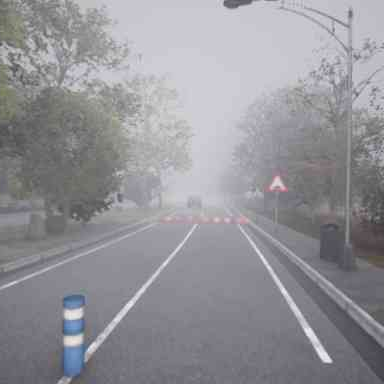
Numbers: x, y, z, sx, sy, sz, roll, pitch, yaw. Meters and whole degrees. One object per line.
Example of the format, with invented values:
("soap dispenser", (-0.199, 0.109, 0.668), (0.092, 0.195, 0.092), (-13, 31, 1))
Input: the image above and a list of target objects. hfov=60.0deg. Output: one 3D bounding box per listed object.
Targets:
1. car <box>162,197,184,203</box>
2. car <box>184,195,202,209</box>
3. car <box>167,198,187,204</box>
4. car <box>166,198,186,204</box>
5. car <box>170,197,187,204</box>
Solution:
("car", (-4.250, 2.229, 85.409), (5.366, 1.575, 1.946), (1, -2, 4))
("car", (0.444, 1.559, 53.015), (2.150, 2.045, 5.566), (1, 0, 4))
("car", (-4.072, 2.411, 90.948), (5.008, 1.535, 2.097), (1, -2, 4))
("car", (-4.256, 2.318, 88.183), (4.892, 1.521, 2.231), (1, -2, 4))
("car", (-3.910, 2.389, 93.723), (4.553, 1.767, 2.185), (1, -2, 4))
